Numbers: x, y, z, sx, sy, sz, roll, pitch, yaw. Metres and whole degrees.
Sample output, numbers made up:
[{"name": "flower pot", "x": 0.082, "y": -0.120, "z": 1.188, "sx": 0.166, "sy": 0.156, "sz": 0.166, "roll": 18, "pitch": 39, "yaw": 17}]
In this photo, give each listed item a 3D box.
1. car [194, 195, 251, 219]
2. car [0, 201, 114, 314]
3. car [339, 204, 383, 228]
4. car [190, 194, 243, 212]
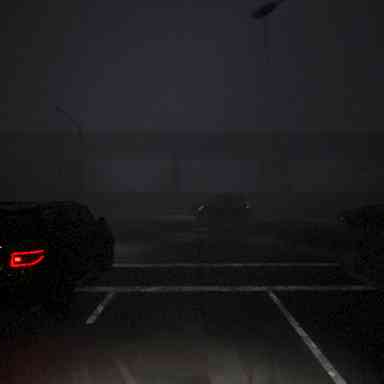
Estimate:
[{"name": "car", "x": 2.650, "y": 1.350, "z": 28.537, "sx": 4.553, "sy": 1.767, "sz": 2.097, "roll": 0, "pitch": 0, "yaw": 0}, {"name": "car", "x": -3.415, "y": 1.220, "z": 7.736, "sx": 2.150, "sy": 2.045, "sz": 5.566, "roll": 0, "pitch": 0, "yaw": 0}, {"name": "car", "x": 11.939, "y": 1.524, "z": 21.352, "sx": 4.674, "sy": 1.442, "sz": 1.812, "roll": 0, "pitch": 0, "yaw": 1}, {"name": "car", "x": 2.607, "y": 1.219, "z": 32.039, "sx": 5.566, "sy": 2.045, "sz": 2.150, "roll": 0, "pitch": 0, "yaw": 0}]
